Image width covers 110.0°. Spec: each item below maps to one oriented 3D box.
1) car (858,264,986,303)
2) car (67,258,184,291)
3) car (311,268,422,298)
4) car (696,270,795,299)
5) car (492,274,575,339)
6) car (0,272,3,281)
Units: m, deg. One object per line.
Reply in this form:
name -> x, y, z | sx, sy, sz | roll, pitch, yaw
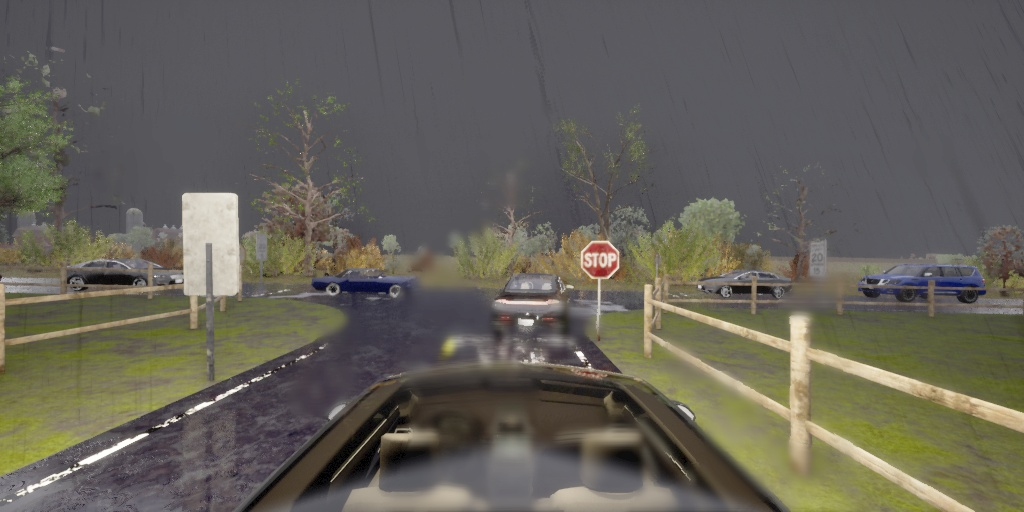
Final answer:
car -> 22.911, 1.466, 20.138 | 5.566, 2.045, 2.150 | 1, 1, 0
car -> -18.480, 0.885, 17.266 | 4.902, 1.511, 2.128 | 1, 1, 0
car -> -6.812, 1.248, 17.242 | 4.718, 1.301, 1.895 | 1, 1, 0
car -> 13.015, 1.525, 20.156 | 4.902, 1.511, 2.128 | 1, 1, 0
car -> 0.712, 1.240, 10.206 | 2.128, 1.511, 4.902 | 0, 0, 9
car -> -27.784, 0.717, 17.280 | 4.674, 1.442, 1.812 | 1, 1, 0
